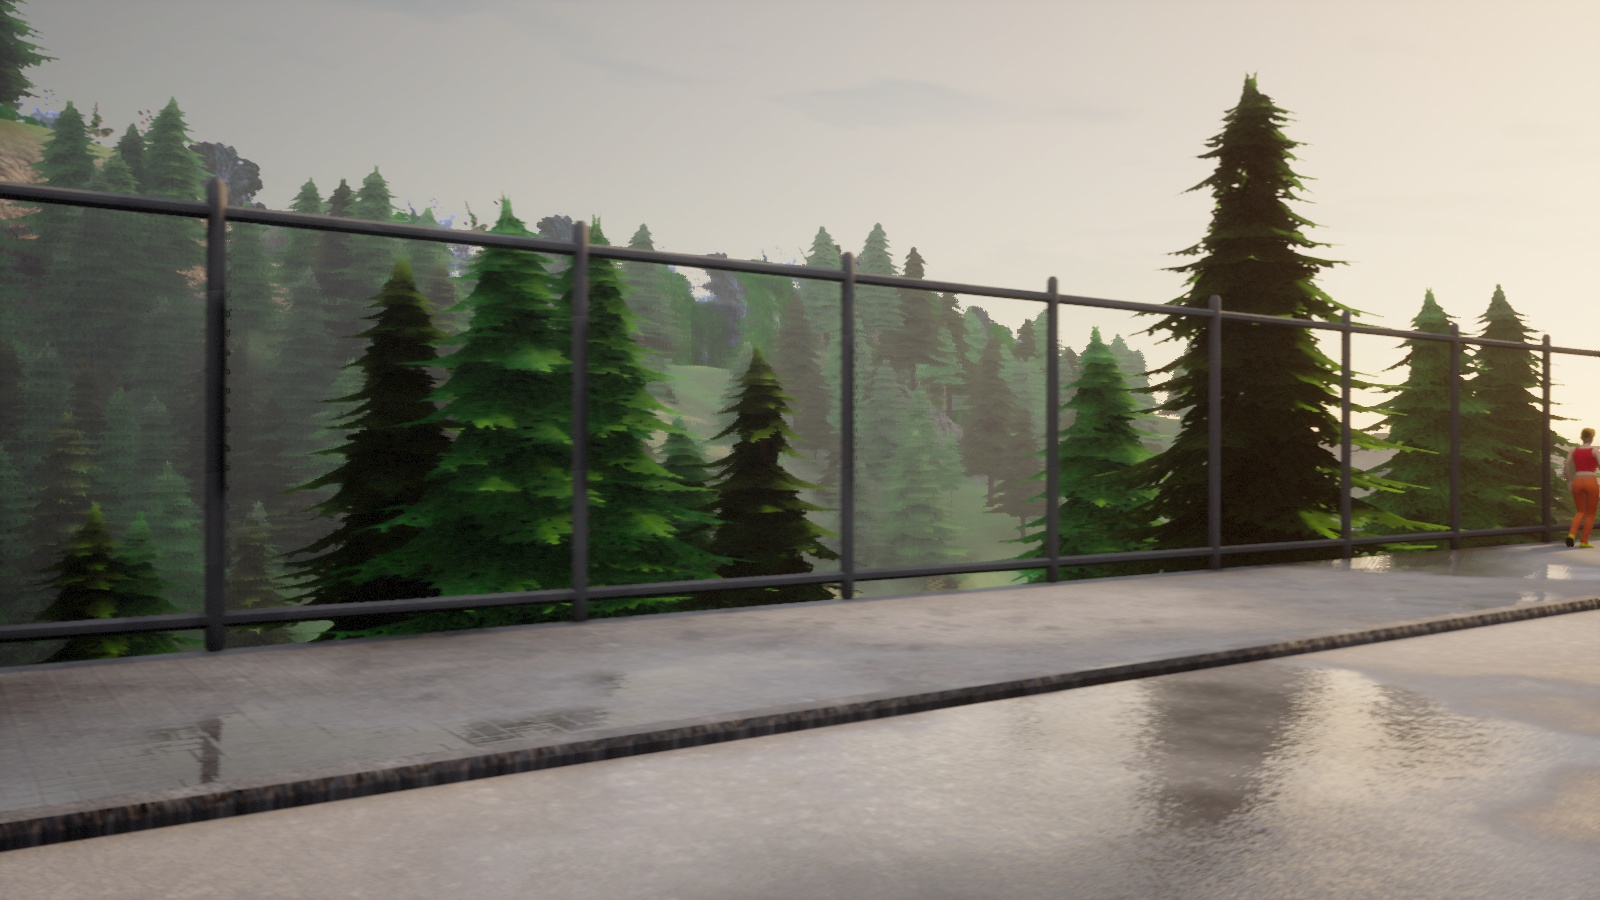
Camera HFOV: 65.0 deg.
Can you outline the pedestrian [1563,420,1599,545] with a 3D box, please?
[{"bbox_3d":[11.714,0.476,18.745,0.594,1.836,0.345,0,0,-35],"label":"pedestrian"}]
